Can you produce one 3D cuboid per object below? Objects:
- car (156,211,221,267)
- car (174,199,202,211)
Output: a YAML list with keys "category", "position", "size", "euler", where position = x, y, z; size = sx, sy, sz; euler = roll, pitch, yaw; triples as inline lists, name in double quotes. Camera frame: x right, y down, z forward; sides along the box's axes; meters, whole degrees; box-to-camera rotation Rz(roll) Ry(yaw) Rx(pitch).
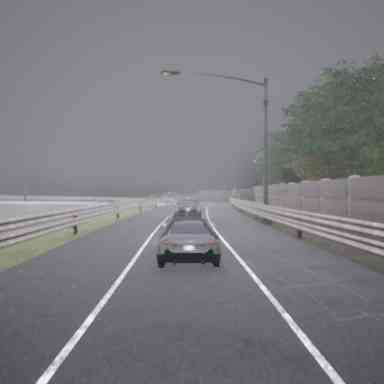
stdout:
- category: "car"
  position: [-0.119, 1.558, 11.469]
  size: [1.994, 1.385, 4.181]
  euler: [0, 0, -1]
- category: "car"
  position: [-0.270, 1.331, 26.291]
  size: [2.097, 1.767, 4.553]
  euler: [0, 0, 1]
